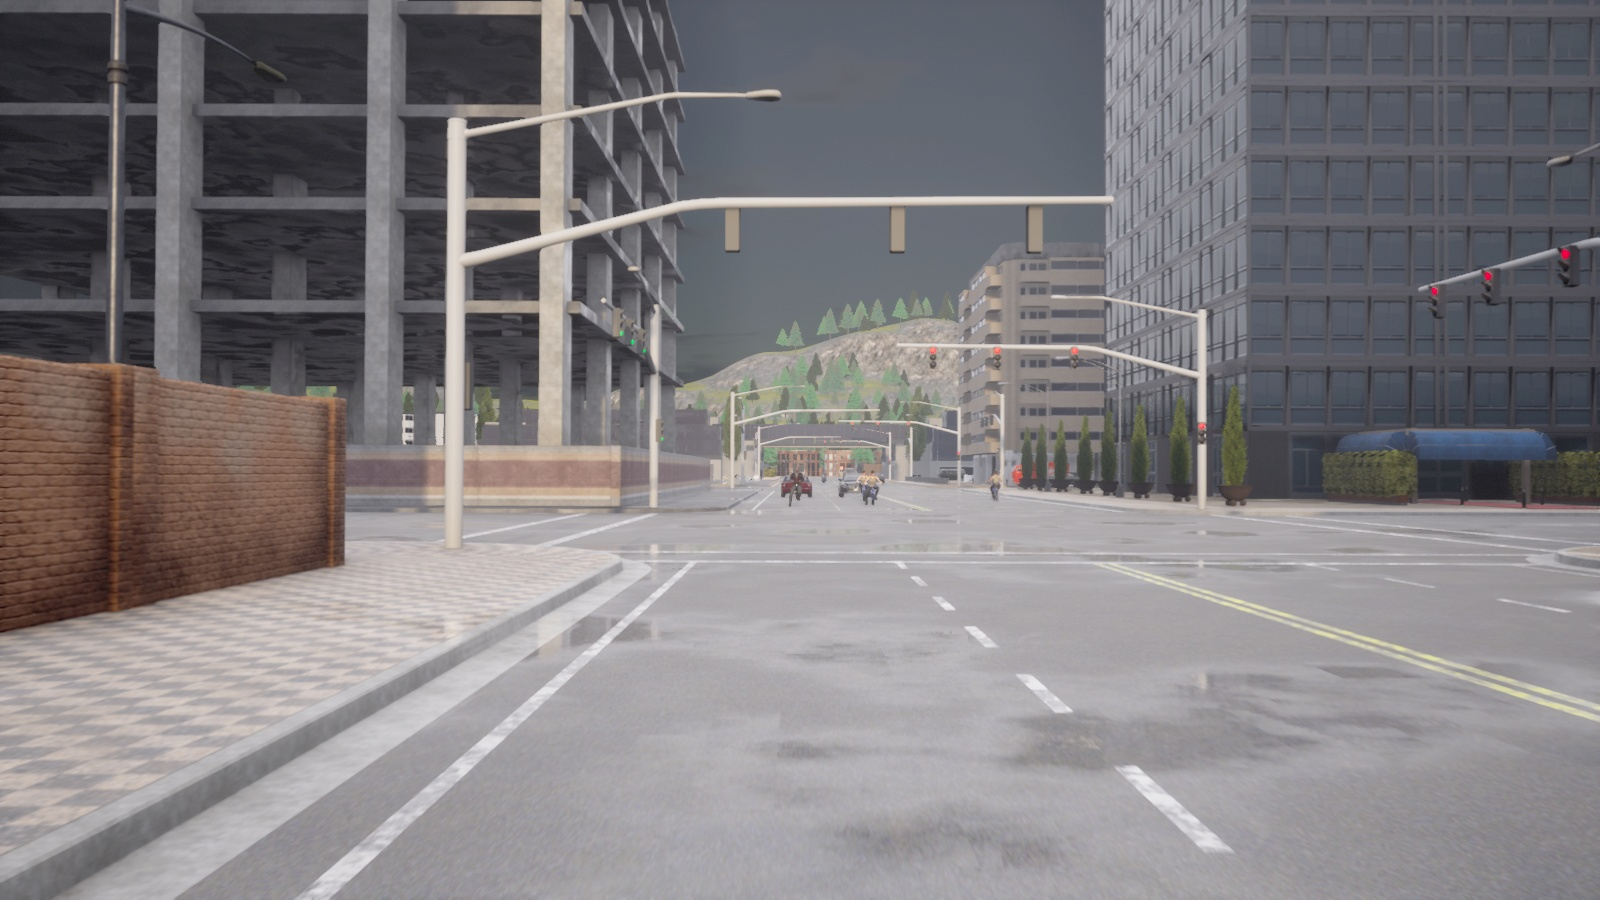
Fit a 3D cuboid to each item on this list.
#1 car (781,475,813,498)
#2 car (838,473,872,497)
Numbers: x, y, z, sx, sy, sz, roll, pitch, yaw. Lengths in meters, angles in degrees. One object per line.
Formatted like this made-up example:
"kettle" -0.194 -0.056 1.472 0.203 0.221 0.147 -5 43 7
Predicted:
"car" -0.183 2.180 75.487 1.895 1.301 4.718 0 -1 0
"car" 3.315 2.102 76.181 1.812 1.442 4.674 0 -1 0
